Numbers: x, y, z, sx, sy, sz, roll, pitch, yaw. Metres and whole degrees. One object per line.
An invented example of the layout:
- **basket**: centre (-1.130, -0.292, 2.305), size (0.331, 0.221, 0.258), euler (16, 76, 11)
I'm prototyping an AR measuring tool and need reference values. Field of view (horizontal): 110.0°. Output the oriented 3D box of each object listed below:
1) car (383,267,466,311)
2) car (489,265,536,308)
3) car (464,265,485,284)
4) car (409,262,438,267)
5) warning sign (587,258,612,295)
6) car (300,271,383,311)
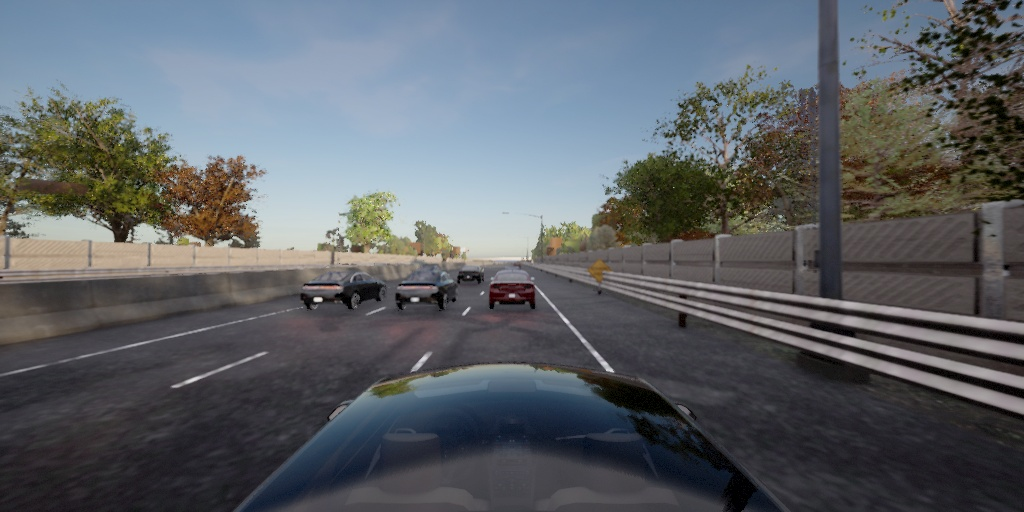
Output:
- **car**: centre (-3.482, 1.384, 15.362), size (2.128, 1.511, 4.902), euler (0, 0, 0)
- **car**: centre (0.024, 1.376, 16.106), size (1.882, 1.535, 5.008), euler (0, 0, 0)
- **car**: centre (-3.474, 1.541, 31.098), size (1.882, 1.535, 5.008), euler (0, 0, 0)
- **car**: centre (-6.981, 1.549, 30.367), size (2.128, 1.511, 4.902), euler (0, -1, 0)
- **warning sign**: centre (4.550, 1.041, 18.640), size (1.300, 1.860, 1.060), euler (0, 0, 0)
- **car**: centre (-6.982, 1.384, 15.363), size (2.128, 1.511, 4.902), euler (0, 0, 0)
